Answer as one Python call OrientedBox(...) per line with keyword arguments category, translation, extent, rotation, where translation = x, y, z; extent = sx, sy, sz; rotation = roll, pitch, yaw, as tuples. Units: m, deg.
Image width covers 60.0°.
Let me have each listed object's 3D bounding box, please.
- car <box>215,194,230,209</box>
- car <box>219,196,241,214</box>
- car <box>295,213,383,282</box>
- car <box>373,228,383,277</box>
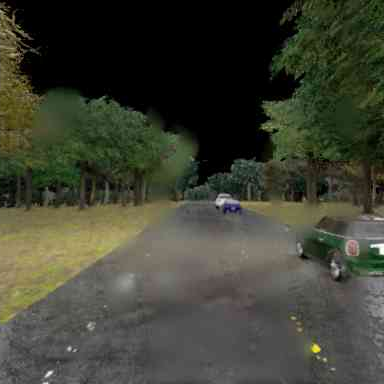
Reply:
OrientedBox(category="car", translation=(4.536, 1.352, 47.552), extent=(2.150, 2.045, 5.566), rotation=(1, 0, 1))
OrientedBox(category="car", translation=(4.364, 1.581, 37.094), extent=(1.882, 1.535, 5.008), rotation=(1, -1, 2))
OrientedBox(category="car", translation=(4.733, 1.446, 10.148), extent=(2.097, 1.767, 4.553), rotation=(1, 0, 1))
OrientedBox(category="car", translation=(4.596, 1.556, 4.178), extent=(1.882, 1.535, 5.008), rotation=(1, 0, 1))
